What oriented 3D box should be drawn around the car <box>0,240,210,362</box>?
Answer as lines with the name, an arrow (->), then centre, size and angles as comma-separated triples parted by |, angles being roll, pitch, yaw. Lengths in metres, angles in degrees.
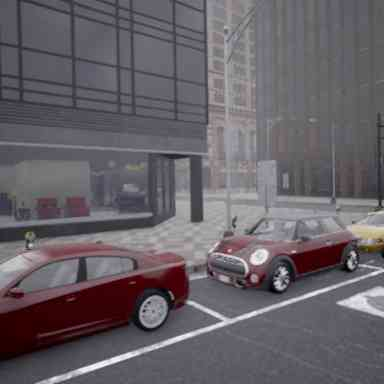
car -> -2.138, 1.518, 5.121 | 4.507, 1.381, 1.887 | -2, 1, -35

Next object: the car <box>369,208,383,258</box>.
car -> 6.615, 1.243, 11.344 | 4.829, 1.417, 1.752 | -2, 1, -35

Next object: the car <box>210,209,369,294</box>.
car -> 2.306, 1.283, 8.281 | 4.097, 1.590, 1.967 | -2, 1, -35
